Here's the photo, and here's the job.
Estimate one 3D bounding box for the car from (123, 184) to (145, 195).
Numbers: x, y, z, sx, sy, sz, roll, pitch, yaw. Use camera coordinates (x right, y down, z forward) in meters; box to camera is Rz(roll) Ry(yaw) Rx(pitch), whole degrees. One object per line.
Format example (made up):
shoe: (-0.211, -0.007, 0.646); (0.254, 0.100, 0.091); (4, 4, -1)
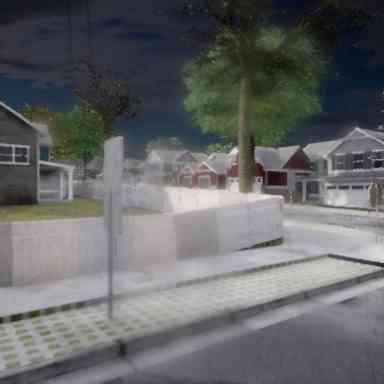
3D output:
car: (-7.161, -0.169, 39.500); (1.837, 1.490, 4.892); (0, 2, -34)
